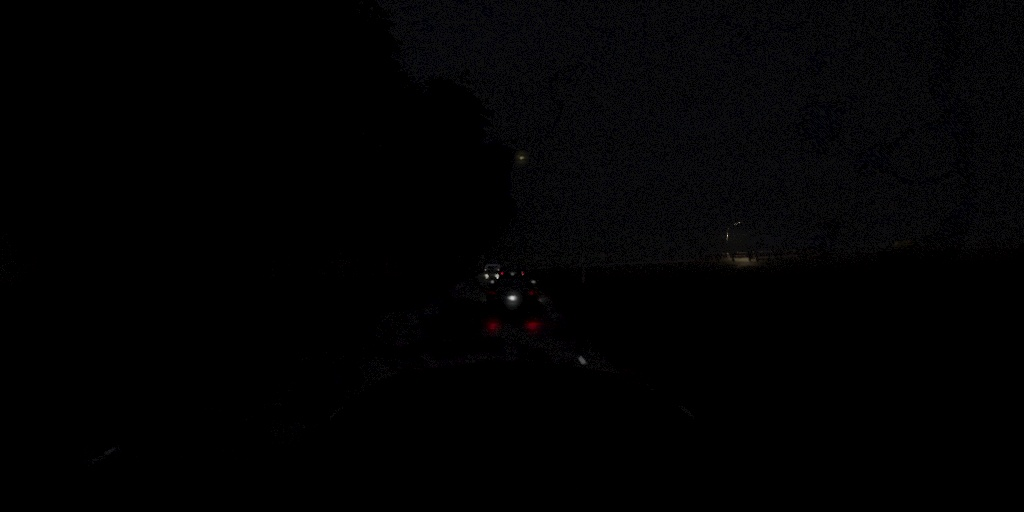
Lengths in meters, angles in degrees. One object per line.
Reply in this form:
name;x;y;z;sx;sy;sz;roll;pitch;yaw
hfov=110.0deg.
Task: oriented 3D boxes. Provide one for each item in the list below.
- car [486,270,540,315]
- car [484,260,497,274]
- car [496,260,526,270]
car;0.045;1.446;14.337;1.994;1.385;4.181;0;0;1
car;-2.836;1.599;53.474;2.150;2.045;5.566;0;-1;0
car;0.042;1.407;29.131;2.097;1.767;4.553;0;-1;1
